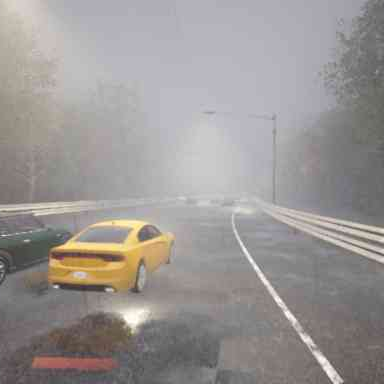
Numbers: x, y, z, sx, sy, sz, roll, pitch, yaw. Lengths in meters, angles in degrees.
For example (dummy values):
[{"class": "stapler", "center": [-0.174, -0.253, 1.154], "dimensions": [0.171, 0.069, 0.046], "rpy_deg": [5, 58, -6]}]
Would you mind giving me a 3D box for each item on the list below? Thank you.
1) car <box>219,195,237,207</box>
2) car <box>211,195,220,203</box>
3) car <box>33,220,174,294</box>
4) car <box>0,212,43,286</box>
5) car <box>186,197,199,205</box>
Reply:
[{"class": "car", "center": [6.286, 1.749, 57.409], "dimensions": [2.033, 1.411, 5.357], "rpy_deg": [0, 0, 9]}, {"class": "car", "center": [5.139, 1.768, 71.786], "dimensions": [1.994, 1.385, 4.181], "rpy_deg": [0, 0, 9]}, {"class": "car", "center": [-1.807, 1.501, 9.027], "dimensions": [1.882, 1.535, 5.008], "rpy_deg": [0, 0, 10]}, {"class": "car", "center": [-5.269, 1.350, 9.508], "dimensions": [2.097, 1.767, 4.553], "rpy_deg": [1, 0, 9]}, {"class": "car", "center": [0.078, 1.638, 62.746], "dimensions": [1.882, 1.535, 5.008], "rpy_deg": [0, 0, 9]}]
